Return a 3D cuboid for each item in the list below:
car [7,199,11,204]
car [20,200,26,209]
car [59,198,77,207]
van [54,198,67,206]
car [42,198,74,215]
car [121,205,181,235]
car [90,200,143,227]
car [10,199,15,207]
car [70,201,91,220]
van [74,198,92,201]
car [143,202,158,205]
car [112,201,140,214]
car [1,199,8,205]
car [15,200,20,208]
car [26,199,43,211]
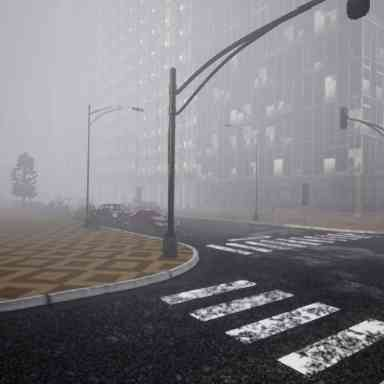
[{"bbox_3d":[-34.845,2.208,65.927,1.802,1.307,4.206,1,-1,-35],"label":"car"},{"bbox_3d":[-25.076,2.028,51.953,1.947,1.339,4.313,1,-1,-35],"label":"car"},{"bbox_3d":[-24.720,2.035,66.072,2.192,1.841,5.009,1,-1,-35],"label":"car"},{"bbox_3d":[-27.977,2.116,70.730,1.690,1.788,3.998,1,-1,-35],"label":"van"},{"bbox_3d":[-15.307,1.738,37.981,1.967,1.590,4.097,1,-1,-35],"label":"car"},{"bbox_3d":[-2.281,1.662,19.348,1.802,1.307,4.206,1,-1,-35],"label":"car"},{"bbox_3d":[-5.537,1.574,24.007,1.967,1.590,4.097,1,-1,-35],"label":"car"},{"bbox_3d":[-31.589,2.122,61.269,2.008,1.369,4.403,1,-1,-35],"label":"car"},{"bbox_3d":[-8.696,1.713,28.525,1.752,1.417,4.829,1,-1,-35],"label":"car"},{"bbox_3d":[-18.207,1.952,56.756,1.690,1.788,3.998,1,-1,-35],"label":"van"},{"bbox_3d":[-5.182,1.832,38.123,1.967,1.590,4.097,1,-1,-35],"label":"car"},{"bbox_3d":[-8.536,1.974,42.919,1.752,1.417,4.829,1,-1,-35],"label":"car"},{"bbox_3d":[-41.358,2.286,75.243,2.008,1.369,4.403,1,-1,-35],"label":"car"},{"bbox_3d":[-28.332,2.062,56.612,1.887,1.381,4.507,1,-1,-35],"label":"car"},{"bbox_3d":[-21.820,1.958,47.295,2.008,1.369,4.403,1,-1,-35],"label":"car"}]
